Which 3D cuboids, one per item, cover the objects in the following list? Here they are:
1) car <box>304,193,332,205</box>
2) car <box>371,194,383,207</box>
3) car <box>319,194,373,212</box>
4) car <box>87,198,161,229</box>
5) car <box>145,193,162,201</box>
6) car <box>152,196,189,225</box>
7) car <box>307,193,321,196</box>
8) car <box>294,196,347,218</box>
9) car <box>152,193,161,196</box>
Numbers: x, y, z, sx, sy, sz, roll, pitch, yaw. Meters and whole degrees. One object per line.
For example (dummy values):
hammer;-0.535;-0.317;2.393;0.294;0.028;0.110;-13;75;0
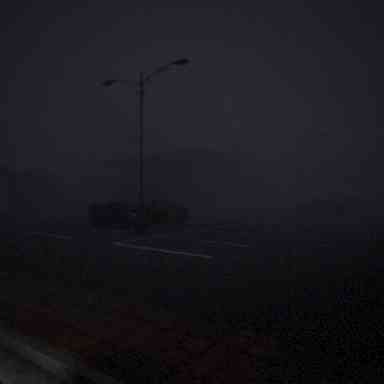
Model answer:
car;19.972;1.050;52.774;3.866;1.878;1.905;0;0;36
car;24.399;1.084;45.486;4.605;1.855;1.932;0;0;36
car;16.492;1.284;35.834;4.514;1.523;2.007;0;0;36
car;-4.404;1.313;20.154;4.514;1.523;2.007;0;0;36
car;-9.218;1.216;80.067;1.905;1.878;3.866;0;0;36
car;-2.600;1.303;22.720;5.027;1.636;2.152;0;0;36
car;17.521;1.333;50.446;3.806;1.475;1.970;0;0;36
car;10.576;1.306;27.781;3.633;1.501;1.845;0;0;36
car;-7.194;1.393;73.228;2.242;1.667;4.611;0;0;36
